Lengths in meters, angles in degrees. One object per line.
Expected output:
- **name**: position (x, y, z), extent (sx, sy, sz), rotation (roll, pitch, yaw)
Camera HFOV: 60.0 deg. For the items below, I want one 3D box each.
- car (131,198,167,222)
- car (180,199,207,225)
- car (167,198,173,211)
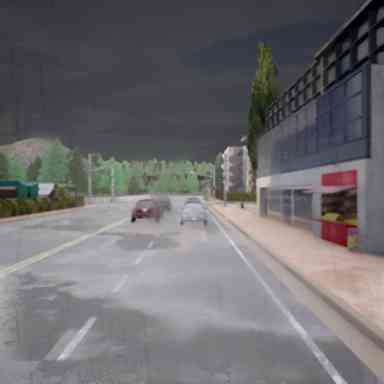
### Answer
- **car**: position (-3.375, 1.324, 26.066), extent (2.097, 1.767, 4.553), rotation (0, 0, 0)
- **car**: position (0.126, 1.501, 23.692), extent (1.812, 1.442, 4.674), rotation (0, 0, 0)
- **car**: position (-3.362, 1.460, 39.137), extent (1.837, 1.490, 4.892), rotation (0, -1, 0)
